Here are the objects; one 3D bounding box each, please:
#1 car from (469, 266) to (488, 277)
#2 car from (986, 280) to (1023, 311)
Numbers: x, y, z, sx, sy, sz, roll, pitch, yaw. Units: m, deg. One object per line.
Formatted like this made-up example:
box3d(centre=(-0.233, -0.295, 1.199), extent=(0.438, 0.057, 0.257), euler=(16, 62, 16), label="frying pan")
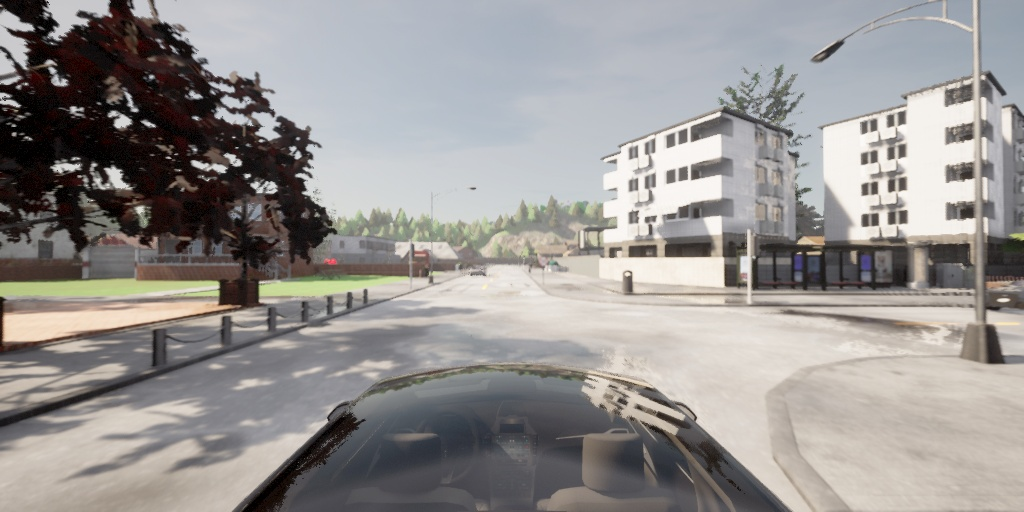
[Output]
box3d(centre=(-4.001, 1.855, 43.116), extent=(1.895, 1.301, 4.718), euler=(0, 0, 0), label="car")
box3d(centre=(20.186, 1.451, 13.284), extent=(4.181, 1.385, 1.994), euler=(0, -1, 0), label="car")
